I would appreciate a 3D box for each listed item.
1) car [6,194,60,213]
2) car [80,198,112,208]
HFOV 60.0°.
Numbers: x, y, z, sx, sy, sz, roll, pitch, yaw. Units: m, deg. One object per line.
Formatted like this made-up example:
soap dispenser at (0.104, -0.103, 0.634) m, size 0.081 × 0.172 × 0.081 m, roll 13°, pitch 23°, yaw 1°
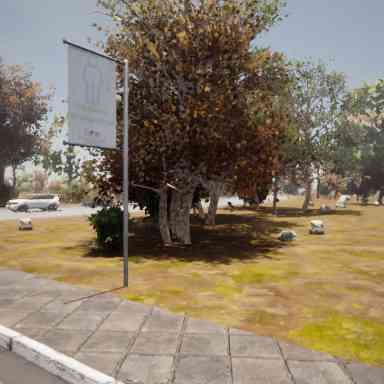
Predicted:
car at (-17.643, 1.216, 37.342) m, size 2.150 × 2.045 × 5.566 m, roll 0°, pitch 0°, yaw 39°
car at (-13.772, 1.473, 47.921) m, size 1.837 × 1.490 × 4.892 m, roll 0°, pitch 0°, yaw 38°
